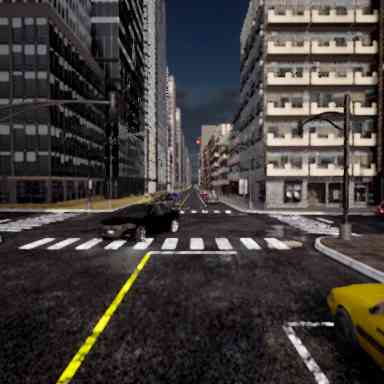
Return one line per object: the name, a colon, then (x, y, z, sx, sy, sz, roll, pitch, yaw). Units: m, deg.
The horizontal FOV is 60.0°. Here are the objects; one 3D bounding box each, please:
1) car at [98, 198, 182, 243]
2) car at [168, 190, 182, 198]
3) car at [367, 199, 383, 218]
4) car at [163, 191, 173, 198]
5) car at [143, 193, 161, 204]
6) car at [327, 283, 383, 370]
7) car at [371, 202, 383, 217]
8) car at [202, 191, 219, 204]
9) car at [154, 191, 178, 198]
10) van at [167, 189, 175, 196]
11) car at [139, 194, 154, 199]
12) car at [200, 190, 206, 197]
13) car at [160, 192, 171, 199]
car: (-2.252, 1.262, 15.319, 1.882, 1.535, 5.008, -1, 0, 22)
car: (-2.903, 0.841, 48.978, 1.812, 1.442, 4.674, 0, 1, 0)
car: (16.412, 1.265, 25.968, 4.403, 1.369, 2.008, 0, 1, 1)
car: (-5.420, 0.503, 74.794, 1.887, 1.381, 4.507, -1, 1, 0)
car: (-5.527, 0.916, 46.524, 1.947, 1.339, 4.313, -1, 1, 0)
car: (2.818, 1.480, 3.057, 1.752, 1.417, 4.829, -1, 1, 0)
car: (16.122, 1.013, 23.375, 5.566, 2.045, 2.150, 1, 2, 1)
car: (2.853, 0.900, 46.493, 2.008, 1.369, 4.403, -1, 1, 0)
car: (-2.942, 0.956, 39.232, 1.837, 1.490, 4.892, 0, 1, 0)
van: (-5.380, 0.143, 86.100, 1.690, 1.788, 3.998, -1, 1, 0)
car: (-5.549, 0.956, 40.700, 1.752, 1.417, 4.829, -1, 1, 0)
car: (2.980, 0.319, 80.416, 1.967, 1.590, 4.097, -1, 1, 0)
car: (-5.441, 0.618, 69.140, 1.802, 1.307, 4.206, -1, 1, 0)
